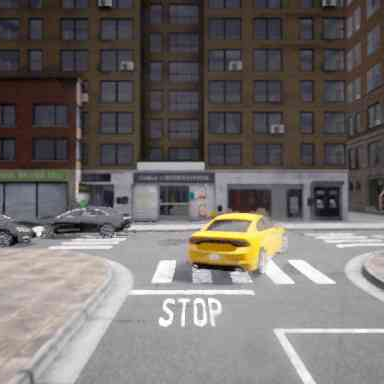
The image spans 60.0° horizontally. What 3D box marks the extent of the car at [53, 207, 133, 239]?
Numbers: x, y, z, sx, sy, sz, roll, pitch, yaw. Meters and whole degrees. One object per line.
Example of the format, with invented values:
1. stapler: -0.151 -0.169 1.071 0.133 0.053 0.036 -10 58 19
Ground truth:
1. car: -5.421 1.496 16.652 4.902 1.511 2.128 -1 -1 0

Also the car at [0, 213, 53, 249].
1. car: -8.744 1.488 13.713 4.902 1.511 2.128 -1 -1 0

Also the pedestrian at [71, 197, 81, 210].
1. pedestrian: -6.833 1.204 19.571 0.375 1.860 0.375 0 0 0

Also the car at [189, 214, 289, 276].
1. car: 1.638 1.418 10.446 1.882 1.535 5.008 -1 1 26
